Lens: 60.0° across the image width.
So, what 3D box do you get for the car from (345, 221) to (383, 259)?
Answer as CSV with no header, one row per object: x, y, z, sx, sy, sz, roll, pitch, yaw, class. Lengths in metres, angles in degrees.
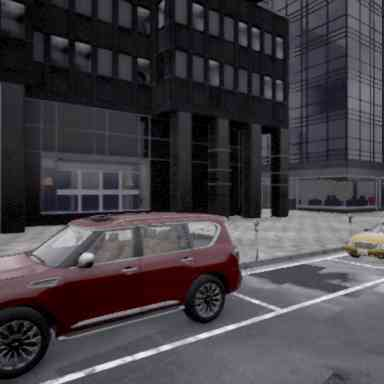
7.336,1.580,11.895,4.829,1.417,1.752,0,0,-36,car

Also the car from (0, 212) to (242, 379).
-1.355,1.325,5.687,5.009,1.841,2.192,0,0,-36,car
